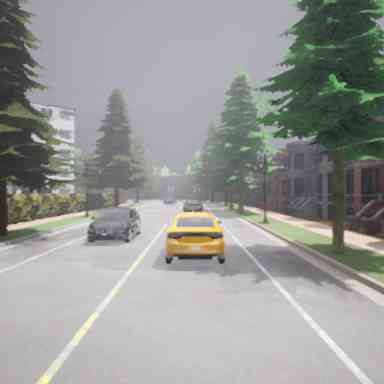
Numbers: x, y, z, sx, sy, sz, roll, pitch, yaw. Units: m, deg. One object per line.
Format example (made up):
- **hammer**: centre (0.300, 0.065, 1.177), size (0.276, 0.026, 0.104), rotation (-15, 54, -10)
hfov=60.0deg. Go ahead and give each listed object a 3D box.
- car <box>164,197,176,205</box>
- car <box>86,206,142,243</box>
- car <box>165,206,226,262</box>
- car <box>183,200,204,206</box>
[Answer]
- **car**: centre (-3.855, 1.545, 57.935), size (1.994, 1.385, 4.181), rotation (0, 0, -3)
- **car**: centre (-3.598, 1.500, 16.070), size (1.837, 1.490, 4.892), rotation (0, 0, 0)
- **car**: centre (0.099, 1.474, 12.086), size (1.882, 1.535, 5.008), rotation (0, 0, 0)
- **car**: centre (0.103, 1.481, 32.705), size (2.128, 1.511, 4.902), rotation (0, 0, 0)
